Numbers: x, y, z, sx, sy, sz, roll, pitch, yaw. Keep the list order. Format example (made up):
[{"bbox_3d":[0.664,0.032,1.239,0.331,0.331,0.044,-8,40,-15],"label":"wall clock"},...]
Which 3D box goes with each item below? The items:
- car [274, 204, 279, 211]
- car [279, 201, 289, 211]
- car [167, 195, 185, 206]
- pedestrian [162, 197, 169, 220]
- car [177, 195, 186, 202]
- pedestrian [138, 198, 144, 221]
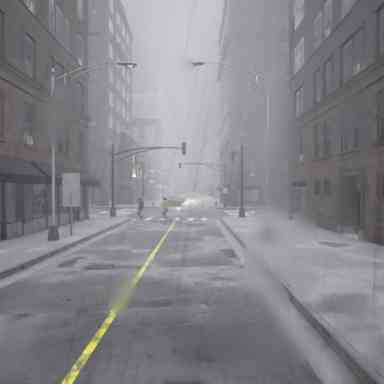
[{"bbox_3d":[11.998,1.647,39.993,4.206,1.307,1.802,1,0,1],"label":"car"},{"bbox_3d":[12.804,1.583,37.404,4.902,1.511,2.128,1,0,1],"label":"car"},{"bbox_3d":[-2.703,1.272,51.035,2.097,1.767,4.553,0,0,2],"label":"car"},{"bbox_3d":[-2.049,1.269,25.915,0.375,1.860,0.375,0,0,0],"label":"pedestrian"},{"bbox_3d":[-2.365,1.379,75.025,1.812,1.442,4.674,0,0,0],"label":"car"},{"bbox_3d":[-3.897,1.270,25.331,0.375,1.860,0.375,0,0,0],"label":"pedestrian"}]
